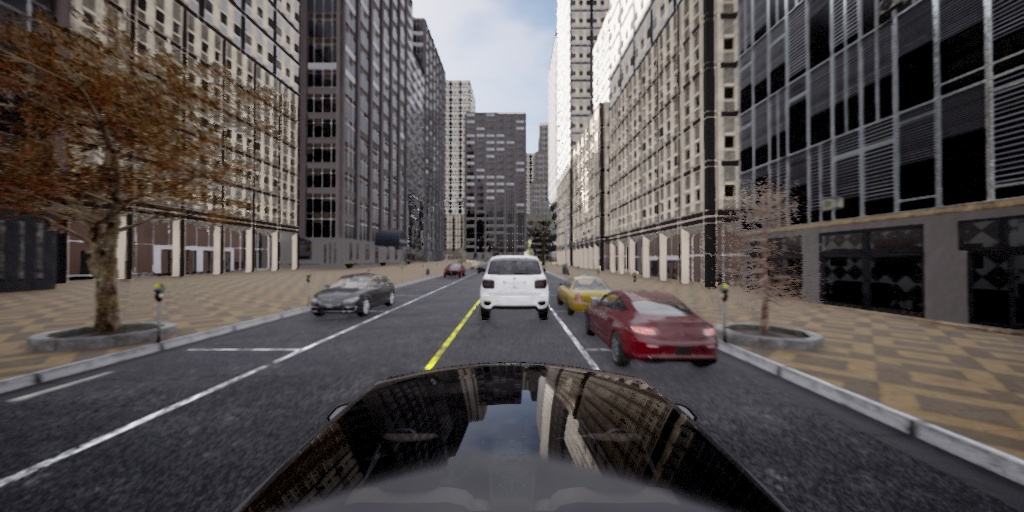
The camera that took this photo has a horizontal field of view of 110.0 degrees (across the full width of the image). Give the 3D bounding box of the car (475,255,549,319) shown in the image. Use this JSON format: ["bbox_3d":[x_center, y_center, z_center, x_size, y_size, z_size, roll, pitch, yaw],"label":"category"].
[{"bbox_3d":[0.086,1.005,13.118,2.150,2.045,5.566,0,0,0],"label":"car"}]

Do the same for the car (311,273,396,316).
[{"bbox_3d":[-5.689,1.336,13.336,2.007,1.370,4.403,0,0,0],"label":"car"}]

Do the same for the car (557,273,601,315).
[{"bbox_3d":[2.692,1.311,13.524,1.751,1.417,4.829,0,0,0],"label":"car"}]

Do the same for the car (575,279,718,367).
[{"bbox_3d":[2.692,1.350,7.713,1.802,1.307,4.207,0,0,0],"label":"car"}]

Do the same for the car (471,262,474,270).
[{"bbox_3d":[-5.685,1.436,58.309,1.751,1.417,4.829,0,0,0],"label":"car"}]

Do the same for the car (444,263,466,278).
[{"bbox_3d":[-5.687,1.395,35.907,1.888,1.381,4.507,0,0,0],"label":"car"}]
